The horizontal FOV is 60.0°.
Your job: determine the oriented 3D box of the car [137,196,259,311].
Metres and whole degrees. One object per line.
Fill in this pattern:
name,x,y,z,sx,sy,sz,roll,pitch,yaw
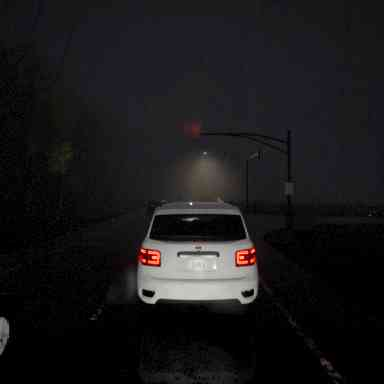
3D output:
car,0.102,1.224,7.916,2.150,2.045,5.566,0,0,0

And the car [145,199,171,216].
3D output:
car,-3.396,1.500,34.285,2.128,1.511,4.902,0,0,0

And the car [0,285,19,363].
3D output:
car,-3.400,1.505,2.829,1.837,1.490,4.892,0,0,0

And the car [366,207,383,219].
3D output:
car,19.296,1.816,31.081,5.357,1.411,2.033,1,-1,0
